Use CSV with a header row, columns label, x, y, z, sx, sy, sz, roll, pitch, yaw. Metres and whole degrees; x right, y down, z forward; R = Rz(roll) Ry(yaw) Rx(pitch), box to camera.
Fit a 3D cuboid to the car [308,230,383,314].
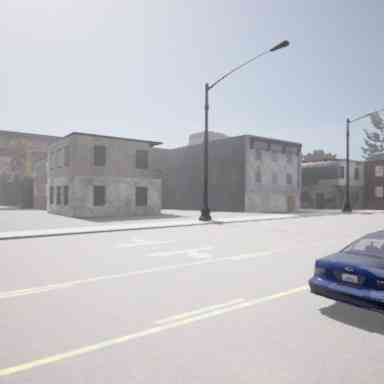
label,x,y,z,sx,sy,sz,roll,pitch,yaw
car,4.813,1.559,7.324,5.357,1.411,2.033,0,0,-36
